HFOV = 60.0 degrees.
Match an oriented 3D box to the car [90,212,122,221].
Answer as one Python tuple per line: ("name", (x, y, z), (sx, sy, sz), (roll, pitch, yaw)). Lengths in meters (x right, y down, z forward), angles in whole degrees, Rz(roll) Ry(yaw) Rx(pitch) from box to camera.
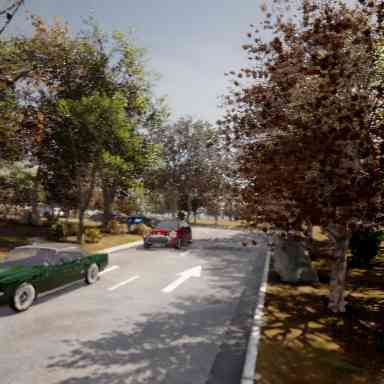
("car", (-11.362, 3.252, 44.003), (4.181, 1.385, 1.994), (2, -4, 16))

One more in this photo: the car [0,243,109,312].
("car", (-4.254, 2.147, 9.233), (1.895, 1.301, 4.718), (-1, -3, 14))

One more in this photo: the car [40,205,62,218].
("car", (-21.007, 2.589, 46.668), (5.566, 2.045, 2.150), (2, -3, 15))

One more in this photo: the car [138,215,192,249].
("car", (-1.416, 2.492, 20.729), (2.097, 1.767, 4.553), (-1, -3, 13))

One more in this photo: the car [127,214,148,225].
("car", (-5.462, 3.231, 38.294), (4.181, 1.385, 1.994), (1, -3, 30))
